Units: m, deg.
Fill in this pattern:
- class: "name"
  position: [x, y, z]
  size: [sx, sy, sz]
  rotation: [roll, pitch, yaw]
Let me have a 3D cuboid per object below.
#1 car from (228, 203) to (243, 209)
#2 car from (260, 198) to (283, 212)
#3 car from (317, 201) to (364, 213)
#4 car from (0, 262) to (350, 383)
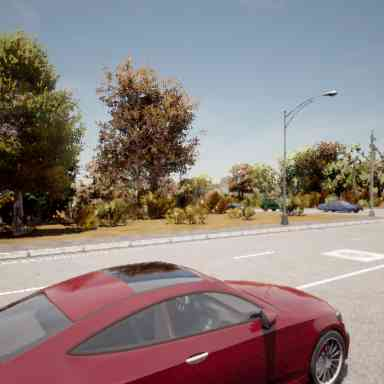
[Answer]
- class: "car"
  position: [7.222, 2.656, 57.927]
  size: [2.128, 1.511, 4.902]
  rotation: [0, -3, -32]
- class: "car"
  position: [12.605, 1.867, 49.302]
  size: [2.150, 2.045, 5.566]
  rotation: [0, -3, -32]
- class: "car"
  position: [18.016, 1.815, 40.650]
  size: [2.033, 1.411, 5.357]
  rotation: [0, -2, -32]
- class: "car"
  position: [-0.234, 1.526, 3.577]
  size: [4.674, 1.442, 1.812]
  rotation: [0, 0, -35]
